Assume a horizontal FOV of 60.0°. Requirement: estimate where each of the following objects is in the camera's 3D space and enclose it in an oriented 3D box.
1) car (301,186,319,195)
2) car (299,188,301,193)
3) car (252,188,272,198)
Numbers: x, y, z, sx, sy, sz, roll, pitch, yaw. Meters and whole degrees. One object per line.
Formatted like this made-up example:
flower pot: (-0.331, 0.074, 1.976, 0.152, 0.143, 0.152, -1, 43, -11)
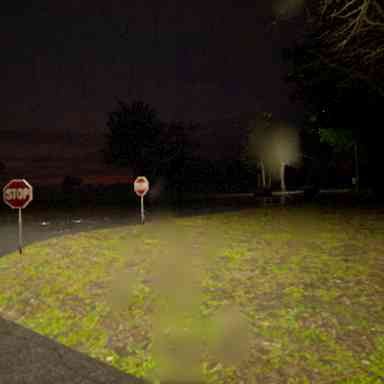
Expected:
car: (21.101, -0.270, 58.716, 1.882, 1.535, 5.008, -2, 1, 29)
car: (26.585, -0.681, 77.973, 2.128, 1.511, 4.902, -3, 1, 34)
car: (11.904, 0.101, 56.427, 2.097, 1.767, 4.553, -3, 1, 34)
